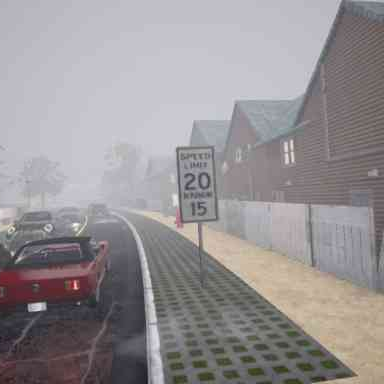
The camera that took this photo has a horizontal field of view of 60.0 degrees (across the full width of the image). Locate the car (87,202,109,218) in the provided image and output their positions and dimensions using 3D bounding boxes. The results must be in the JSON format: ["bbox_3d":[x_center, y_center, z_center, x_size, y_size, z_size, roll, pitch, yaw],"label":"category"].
[{"bbox_3d":[-10.363,2.006,37.107,1.837,1.490,4.892,-3,0,-18],"label":"car"}]

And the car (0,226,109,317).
[{"bbox_3d":[-3.040,1.707,7.891,1.895,1.301,4.718,-3,0,-10],"label":"car"}]

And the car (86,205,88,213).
[{"bbox_3d":[-13.905,2.200,46.908,1.812,1.442,4.674,-3,0,-23],"label":"car"}]

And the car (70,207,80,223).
[{"bbox_3d":[-11.565,2.120,31.374,2.033,1.411,5.357,-3,0,-17],"label":"car"}]

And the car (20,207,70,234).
[{"bbox_3d":[-7.895,1.736,17.161,2.097,1.767,4.553,-3,0,-13],"label":"car"}]

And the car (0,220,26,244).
[{"bbox_3d":[-6.082,1.771,8.141,2.128,1.511,4.902,-3,0,-10],"label":"car"}]
